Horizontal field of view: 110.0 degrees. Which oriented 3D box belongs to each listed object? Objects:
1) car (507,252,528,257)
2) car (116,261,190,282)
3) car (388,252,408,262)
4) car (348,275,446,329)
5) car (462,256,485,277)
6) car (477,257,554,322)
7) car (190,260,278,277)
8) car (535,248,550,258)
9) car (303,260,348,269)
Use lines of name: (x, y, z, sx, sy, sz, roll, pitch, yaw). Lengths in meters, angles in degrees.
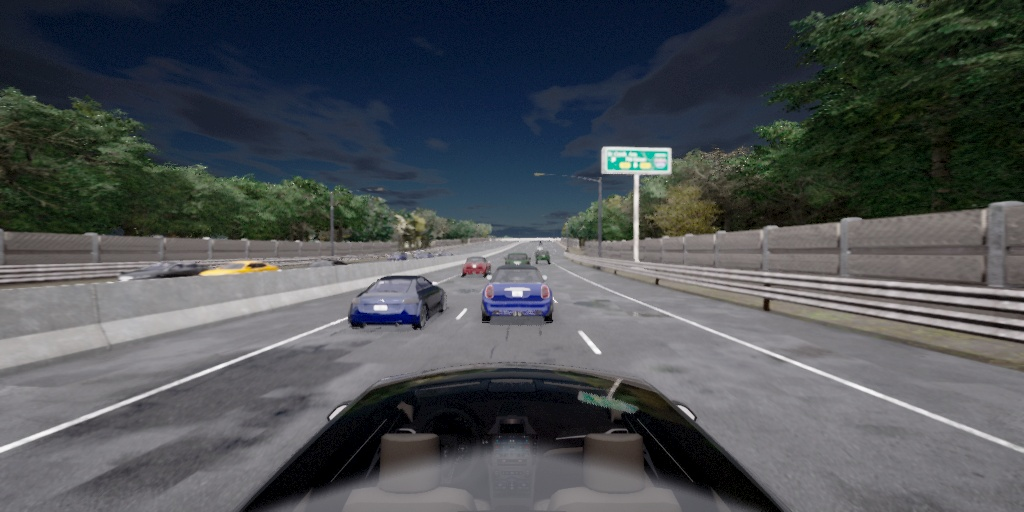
car: (0.502, 0.705, 30.985, 2.150, 2.045, 5.566, 0, 1, 1)
car: (-20.897, 1.102, 21.844, 2.128, 1.511, 4.902, 0, 1, 1)
car: (-19.487, 0.162, 61.237, 2.097, 1.767, 4.553, 0, 2, 3)
car: (-3.340, 1.279, 11.164, 1.994, 1.385, 4.181, 0, 0, 0)
car: (-2.989, 0.831, 31.184, 2.097, 1.767, 4.553, 0, 1, 1)
car: (0.170, 1.061, 12.192, 2.097, 1.767, 4.553, 0, 0, 1)
car: (-17.373, 1.073, 23.112, 1.882, 1.535, 5.008, 0, 1, 1)
car: (4.815, 0.057, 56.370, 2.150, 2.045, 5.566, 0, 2, 3)
car: (-13.800, 1.054, 26.625, 1.837, 1.490, 4.892, 0, 1, 1)
